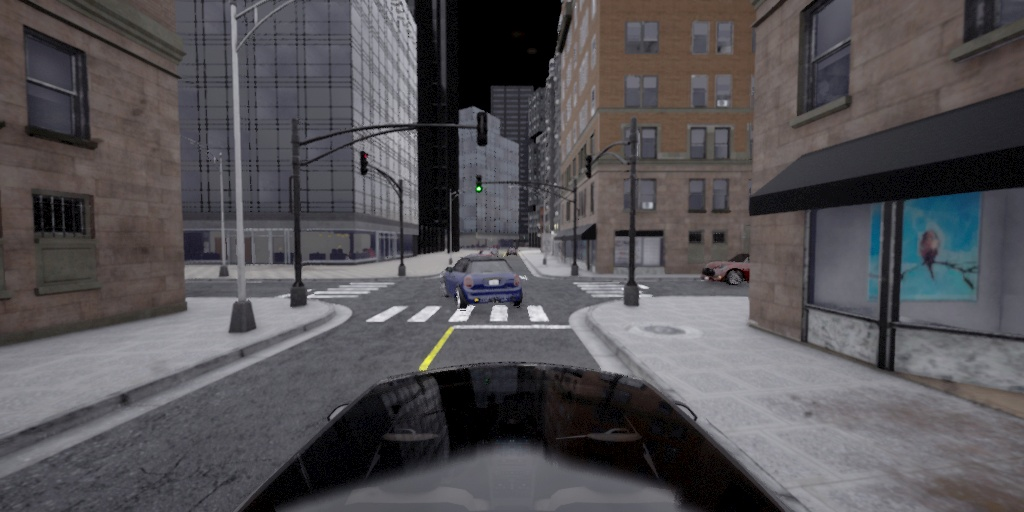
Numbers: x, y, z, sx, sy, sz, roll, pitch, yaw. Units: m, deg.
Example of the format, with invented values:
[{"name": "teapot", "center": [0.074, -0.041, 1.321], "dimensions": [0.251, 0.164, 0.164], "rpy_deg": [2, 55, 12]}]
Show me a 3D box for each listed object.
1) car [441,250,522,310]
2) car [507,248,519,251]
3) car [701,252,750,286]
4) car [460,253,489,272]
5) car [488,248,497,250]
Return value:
[{"name": "car", "center": [-1.282, 0.796, 13.258], "dimensions": [2.097, 1.767, 4.553], "rpy_deg": [-1, 2, -19]}, {"name": "car", "center": [0.001, -0.641, 60.264], "dimensions": [1.837, 1.490, 4.892], "rpy_deg": [0, 2, 0]}, {"name": "car", "center": [12.408, 0.568, 18.696], "dimensions": [4.553, 1.767, 2.097], "rpy_deg": [0, 2, 0]}, {"name": "car", "center": [-3.096, 0.495, 30.520], "dimensions": [1.994, 1.385, 4.181], "rpy_deg": [0, 2, 0]}, {"name": "car", "center": [-3.085, 0.015, 42.075], "dimensions": [1.882, 1.535, 5.008], "rpy_deg": [0, 2, 0]}]
